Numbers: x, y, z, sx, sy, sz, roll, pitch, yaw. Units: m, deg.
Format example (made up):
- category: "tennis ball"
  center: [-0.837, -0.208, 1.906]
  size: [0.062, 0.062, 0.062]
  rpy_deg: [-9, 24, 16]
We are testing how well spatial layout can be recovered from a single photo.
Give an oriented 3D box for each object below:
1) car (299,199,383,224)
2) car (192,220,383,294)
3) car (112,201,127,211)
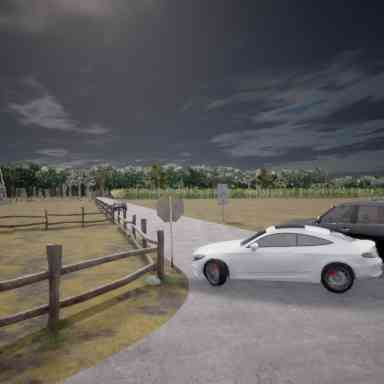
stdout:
- category: "car"
  center: [5.103, 1.225, 9.799]
  size: [2.150, 2.045, 5.566]
  rpy_deg: [-2, 0, -40]
- category: "car"
  center: [2.299, 1.612, 8.709]
  size: [4.674, 1.442, 1.812]
  rpy_deg: [-2, 0, 17]
- category: "car"
  center: [-10.795, 1.979, 49.473]
  size: [2.033, 1.411, 5.357]
  rpy_deg: [-2, 0, -18]
